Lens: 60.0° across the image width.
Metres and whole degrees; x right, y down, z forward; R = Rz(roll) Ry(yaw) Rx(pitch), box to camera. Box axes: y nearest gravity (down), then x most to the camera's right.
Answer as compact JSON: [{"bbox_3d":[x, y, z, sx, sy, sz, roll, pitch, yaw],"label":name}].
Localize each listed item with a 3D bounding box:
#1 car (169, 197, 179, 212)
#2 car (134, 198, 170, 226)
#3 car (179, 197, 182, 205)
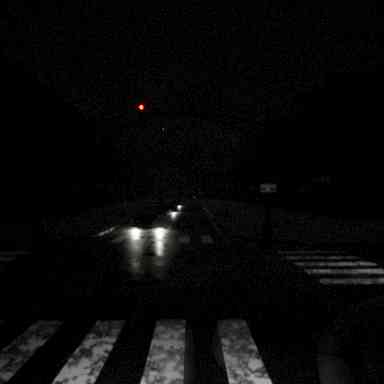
[{"bbox_3d":[-2.926,1.515,40.201,1.882,1.535,5.008,0,0,0],"label":"car"},{"bbox_3d":[-2.906,1.500,23.997,1.882,1.535,5.008,0,0,0],"label":"car"},{"bbox_3d":[-2.867,1.607,58.090,1.837,1.490,4.892,0,0,0],"label":"car"}]
